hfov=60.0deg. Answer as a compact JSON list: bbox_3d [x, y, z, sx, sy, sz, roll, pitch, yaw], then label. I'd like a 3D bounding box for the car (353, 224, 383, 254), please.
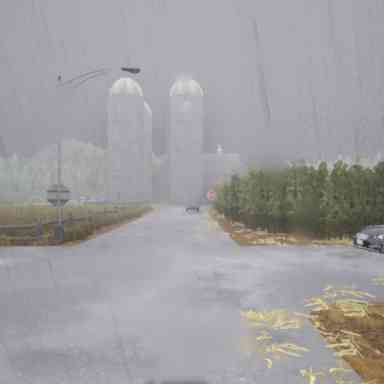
[{"bbox_3d":[8.344,1.500,11.793,4.902,1.511,2.128,0,0,-2],"label":"car"}]

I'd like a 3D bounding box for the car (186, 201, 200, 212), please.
[{"bbox_3d":[0.087,1.971,46.569,2.033,1.411,5.357,0,0,0],"label":"car"}]
